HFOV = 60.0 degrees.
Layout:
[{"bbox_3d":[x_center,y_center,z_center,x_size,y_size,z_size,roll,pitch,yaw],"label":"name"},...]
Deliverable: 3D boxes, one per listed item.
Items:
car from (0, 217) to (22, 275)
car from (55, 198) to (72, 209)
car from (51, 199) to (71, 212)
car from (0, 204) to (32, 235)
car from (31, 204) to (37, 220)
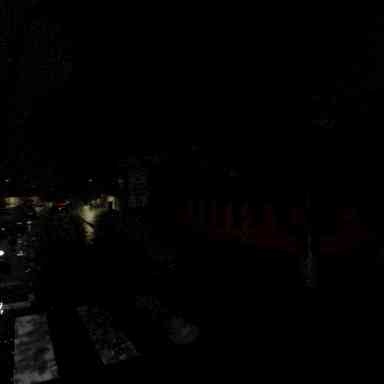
[{"bbox_3d":[-6.584,1.723,10.384,1.895,1.301,4.718,-2,1,-25],"label":"car"},{"bbox_3d":[-19.435,1.727,50.405,1.994,1.385,4.181,-2,0,-17],"label":"car"},{"bbox_3d":[-16.074,1.642,40.733,1.837,1.490,4.892,-2,0,-19],"label":"car"},{"bbox_3d":[-10.778,1.689,19.647,1.812,1.442,4.674,-2,1,-24],"label":"car"},{"bbox_3d":[-14.942,1.745,29.658,2.033,1.411,5.357,-2,1,-21],"label":"car"}]
